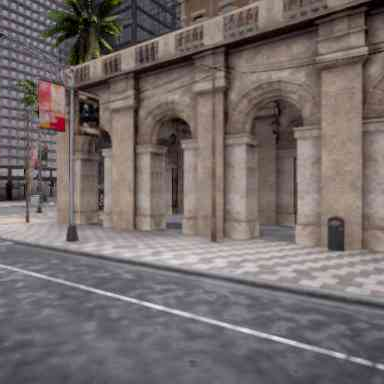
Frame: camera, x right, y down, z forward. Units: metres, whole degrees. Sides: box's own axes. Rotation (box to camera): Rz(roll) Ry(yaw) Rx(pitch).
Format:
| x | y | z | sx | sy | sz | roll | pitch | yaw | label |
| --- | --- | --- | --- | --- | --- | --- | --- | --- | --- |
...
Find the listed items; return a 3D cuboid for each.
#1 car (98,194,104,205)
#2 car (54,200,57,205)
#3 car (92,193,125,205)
| x | y | z | sx | sy | sz | roll | pitch | yaw | label |
| --- | --- | --- | --- | --- | --- | --- | --- | --- | --- |
| -12.893 | 1.499 | 55.823 | 2.128 | 1.511 | 4.902 | 0 | 0 | 36 | car |
| -20.824 | 1.522 | 56.119 | 2.161 | 1.482 | 4.786 | 0 | 0 | 35 | car |
| -14.821 | 1.229 | 59.091 | 2.150 | 2.045 | 5.566 | 0 | 0 | 36 | car |
